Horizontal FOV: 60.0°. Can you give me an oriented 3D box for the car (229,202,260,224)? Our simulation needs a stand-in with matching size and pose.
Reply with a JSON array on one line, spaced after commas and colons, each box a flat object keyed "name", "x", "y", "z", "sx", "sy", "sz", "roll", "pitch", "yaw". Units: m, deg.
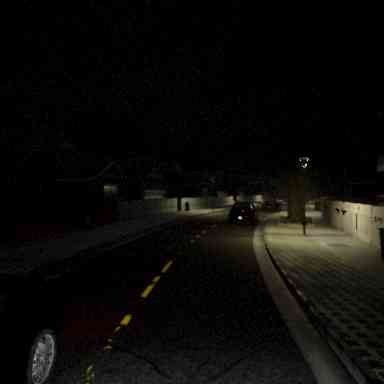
[{"name": "car", "x": 3.957, "y": 1.520, "z": 25.135, "sx": 1.837, "sy": 1.490, "sz": 4.892, "roll": 0, "pitch": 0, "yaw": 16}]

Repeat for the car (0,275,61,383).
[{"name": "car", "x": -2.645, "y": 1.519, "z": 2.543, "sx": 1.812, "sy": 1.442, "sz": 4.674, "roll": 0, "pitch": 0, "yaw": 3}]

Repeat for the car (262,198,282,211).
[{"name": "car", "x": 10.021, "y": 1.538, "z": 41.461, "sx": 2.128, "sy": 1.511, "sz": 4.902, "roll": 0, "pitch": 0, "yaw": 23}]
